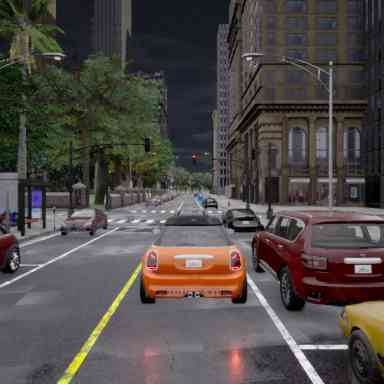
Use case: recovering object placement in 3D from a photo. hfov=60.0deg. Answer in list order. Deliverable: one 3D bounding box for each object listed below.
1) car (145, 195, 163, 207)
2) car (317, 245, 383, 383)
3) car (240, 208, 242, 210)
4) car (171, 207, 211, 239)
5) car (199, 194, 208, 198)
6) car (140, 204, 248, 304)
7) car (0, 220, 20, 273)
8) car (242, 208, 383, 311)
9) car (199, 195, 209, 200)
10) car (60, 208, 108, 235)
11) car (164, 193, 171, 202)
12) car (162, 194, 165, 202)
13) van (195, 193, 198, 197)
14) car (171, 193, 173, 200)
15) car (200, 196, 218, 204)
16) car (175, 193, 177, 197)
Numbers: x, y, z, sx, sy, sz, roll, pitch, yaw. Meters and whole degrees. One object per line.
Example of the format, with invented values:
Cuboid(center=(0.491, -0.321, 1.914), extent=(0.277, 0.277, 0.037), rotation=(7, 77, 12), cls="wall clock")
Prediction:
Cuboid(center=(-6.024, 1.526, 50.387), extent=(2.008, 1.369, 4.403), rotation=(0, 0, 0), cls="car")
Cuboid(center=(2.753, 1.525, 2.450), extent=(1.752, 1.417, 4.829), rotation=(0, 0, 0), cls="car")
Cuboid(center=(2.668, 1.561, 18.555), extent=(1.947, 1.339, 4.313), rotation=(0, 0, 0), cls="car")
Cuboid(center=(-0.030, 1.596, 18.145), extent=(1.895, 1.301, 4.718), rotation=(0, 0, 0), cls="car")
Cuboid(center=(2.472, 1.496, 56.002), extent=(1.752, 1.417, 4.829), rotation=(0, 0, 0), cls="car")
Cuboid(center=(0.033, 1.351, 8.326), extent=(2.097, 1.767, 4.553), rotation=(0, 0, 0), cls="car")
Cuboid(center=(-5.801, 1.439, 7.676), extent=(1.967, 1.590, 4.097), rotation=(0, 0, 0), cls="car")
Cuboid(center=(2.724, 1.314, 7.705), extent=(2.192, 1.841, 5.009), rotation=(0, 0, 0), cls="car")
Cuboid(center=(2.501, 1.541, 50.412), extent=(1.947, 1.339, 4.313), rotation=(0, 0, 0), cls="car")
Cuboid(center=(-5.857, 1.577, 18.528), extent=(1.802, 1.307, 4.206), rotation=(0, 0, 0), cls="car")
Cuboid(center=(-6.138, 1.393, 72.068), extent=(1.967, 1.590, 4.097), rotation=(0, 0, 0), cls="car")
Cuboid(center=(-6.053, 1.411, 55.807), extent=(1.967, 1.590, 4.097), rotation=(0, 0, 0), cls="car")
Cuboid(center=(2.330, 1.278, 82.934), extent=(1.690, 1.788, 3.998), rotation=(0, 0, 0), cls="van")
Cuboid(center=(-6.167, 1.260, 77.488), extent=(2.192, 1.841, 5.009), rotation=(0, 0, 0), cls="car")
Cuboid(center=(2.530, 1.545, 44.992), extent=(1.947, 1.339, 4.313), rotation=(0, 0, 0), cls="car")
Cuboid(center=(-6.252, 1.234, 93.749), extent=(2.192, 1.841, 5.009), rotation=(0, 0, 0), cls="car")
